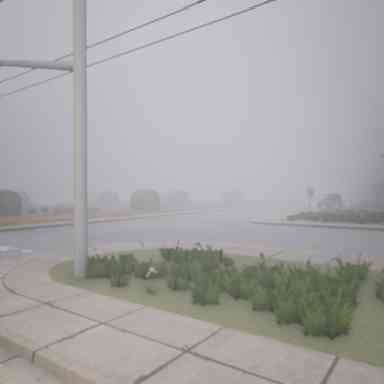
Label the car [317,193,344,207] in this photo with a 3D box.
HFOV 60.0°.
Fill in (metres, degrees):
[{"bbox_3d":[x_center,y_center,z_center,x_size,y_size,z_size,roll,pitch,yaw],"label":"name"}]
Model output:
[{"bbox_3d":[17.986,1.191,43.375,1.905,1.878,3.866,-6,-1,-8],"label":"car"}]
